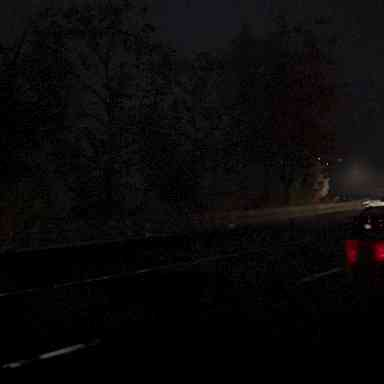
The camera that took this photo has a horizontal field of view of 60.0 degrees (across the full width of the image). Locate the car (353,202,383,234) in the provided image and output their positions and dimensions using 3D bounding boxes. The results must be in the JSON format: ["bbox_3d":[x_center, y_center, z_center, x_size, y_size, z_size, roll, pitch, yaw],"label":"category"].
[{"bbox_3d":[10.007,1.449,17.540,1.812,1.442,4.674,0,0,44],"label":"car"}]

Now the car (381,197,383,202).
[{"bbox_3d":[34.836,1.216,58.659,1.837,1.490,4.892,0,0,15],"label":"car"}]
